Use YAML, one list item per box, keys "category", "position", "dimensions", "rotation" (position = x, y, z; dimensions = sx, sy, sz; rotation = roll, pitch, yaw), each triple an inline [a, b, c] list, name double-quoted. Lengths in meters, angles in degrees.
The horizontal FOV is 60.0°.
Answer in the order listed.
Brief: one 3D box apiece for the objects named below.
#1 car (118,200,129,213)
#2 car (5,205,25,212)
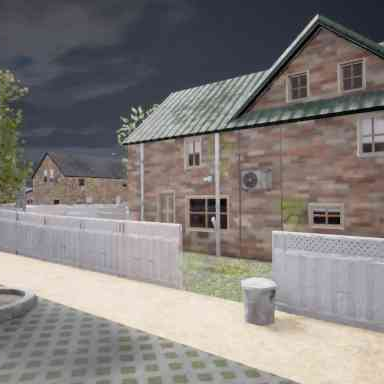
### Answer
- category: "car"
  position: [-5.925, 1.837, 33.029]
  dimensions: [2.150, 2.045, 5.566]
  rotation: [-1, -2, 35]
- category: "car"
  position: [-13.428, 1.675, 22.557]
  dimensions: [2.097, 1.767, 4.553]
  rotation: [-1, -2, 37]
